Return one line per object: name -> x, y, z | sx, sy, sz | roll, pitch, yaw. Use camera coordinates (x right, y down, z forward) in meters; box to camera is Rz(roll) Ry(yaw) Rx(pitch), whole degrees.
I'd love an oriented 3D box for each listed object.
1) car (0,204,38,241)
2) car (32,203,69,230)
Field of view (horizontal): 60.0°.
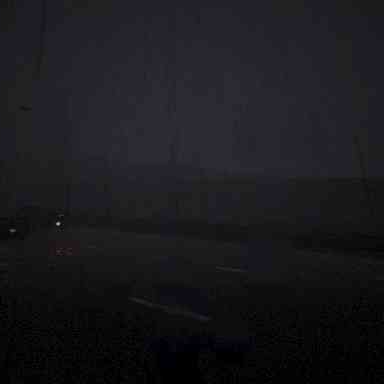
car -> -9.260, 1.401, 14.894 | 5.008, 1.535, 1.882 | 0, 0, 36
car -> -9.068, 1.418, 19.058 | 4.892, 1.490, 1.837 | 0, 0, 36
